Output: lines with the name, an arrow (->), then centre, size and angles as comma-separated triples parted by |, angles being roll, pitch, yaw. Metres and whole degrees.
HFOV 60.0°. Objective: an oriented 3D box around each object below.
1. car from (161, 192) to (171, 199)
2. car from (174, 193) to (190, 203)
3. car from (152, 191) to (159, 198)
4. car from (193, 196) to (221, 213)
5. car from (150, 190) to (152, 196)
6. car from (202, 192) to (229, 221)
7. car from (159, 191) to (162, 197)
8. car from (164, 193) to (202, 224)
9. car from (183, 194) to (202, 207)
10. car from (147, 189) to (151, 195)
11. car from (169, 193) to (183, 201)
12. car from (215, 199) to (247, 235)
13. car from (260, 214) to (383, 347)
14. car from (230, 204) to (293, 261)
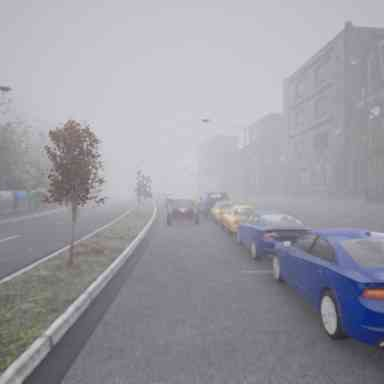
car -> -2.466, 1.132, 41.264 | 1.882, 1.535, 5.008 | 0, 1, -7
car -> -1.751, 0.967, 56.408 | 1.946, 1.575, 5.366 | 0, 1, -10
car -> -7.862, 0.617, 83.348 | 2.231, 1.521, 4.892 | 0, 1, -14
car -> 1.413, 1.222, 34.295 | 2.231, 1.521, 4.892 | 0, 1, -5
car -> -9.199, 0.577, 88.735 | 2.002, 1.452, 4.674 | 0, 1, -14
car -> 1.912, 1.024, 28.767 | 2.435, 2.045, 5.566 | 0, 0, -5
car -> -5.215, 0.767, 72.680 | 2.097, 1.535, 5.008 | 0, 1, -13
car -> -0.688, 1.191, 23.045 | 2.097, 1.767, 4.553 | 0, 0, -3
car -> 0.019, 1.094, 45.533 | 1.946, 1.575, 5.366 | 0, 1, -8
car -> -10.543, 0.484, 94.147 | 2.163, 1.488, 4.792 | 0, 1, -14
car -> -3.087, 0.917, 63.321 | 2.163, 1.488, 4.792 | 0, 1, -11
car -> 2.641, 1.363, 17.820 | 1.946, 1.575, 5.366 | 0, 0, -2
car -> 2.990, 1.441, 6.503 | 2.097, 1.535, 5.008 | 0, 0, -1
car -> 2.866, 1.406, 12.070 | 2.097, 1.535, 5.008 | 0, 0, -1
